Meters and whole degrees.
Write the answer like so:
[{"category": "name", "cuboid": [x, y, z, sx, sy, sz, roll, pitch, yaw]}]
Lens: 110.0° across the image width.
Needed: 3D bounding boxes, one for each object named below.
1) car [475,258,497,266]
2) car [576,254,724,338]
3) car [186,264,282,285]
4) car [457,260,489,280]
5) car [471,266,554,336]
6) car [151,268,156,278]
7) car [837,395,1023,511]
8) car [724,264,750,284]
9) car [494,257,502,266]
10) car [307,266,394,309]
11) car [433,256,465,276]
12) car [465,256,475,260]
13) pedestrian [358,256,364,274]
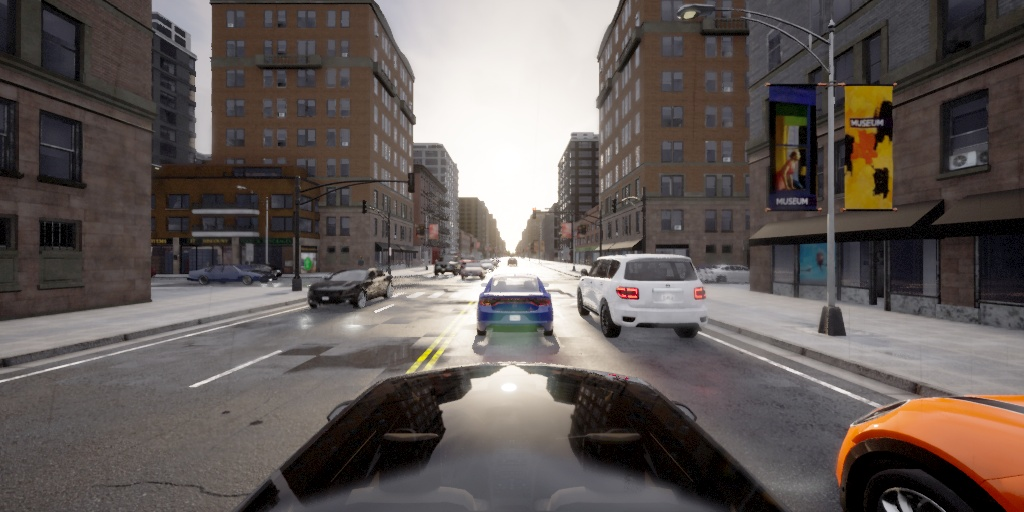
[{"category": "car", "cuboid": [-3.339, 1.273, 46.123, 1.812, 1.442, 4.674, 0, 0, 0]}, {"category": "car", "cuboid": [3.334, 0.972, 10.328, 2.150, 2.045, 5.566, 0, 0, 0]}, {"category": "car", "cuboid": [-19.642, 1.290, 25.257, 5.357, 1.411, 2.033, 0, 0, 0]}, {"category": "car", "cuboid": [-3.348, 1.285, 31.458, 1.812, 1.442, 4.674, 0, 0, 0]}, {"category": "car", "cuboid": [0.083, 1.228, 10.467, 1.882, 1.535, 5.008, 0, 0, 0]}, {"category": "car", "cuboid": [-33.140, 1.343, 30.815, 4.207, 1.307, 1.802, 0, 0, 0]}, {"category": "car", "cuboid": [3.344, 1.102, 0.618, 2.097, 1.767, 4.553, 0, 0, 0]}, {"category": "car", "cuboid": [15.716, 1.304, 25.457, 4.674, 1.442, 1.812, 0, 0, 1]}, {"category": "car", "cuboid": [-3.311, 1.236, 61.155, 2.128, 1.511, 4.902, 0, 0, 0]}, {"category": "car", "cuboid": [-6.598, 1.228, 15.188, 1.882, 1.535, 5.008, 0, 0, 0]}, {"category": "car", "cuboid": [-6.592, 0.971, 37.239, 2.150, 2.045, 5.566, 0, 0, 0]}, {"category": "car", "cuboid": [-6.581, 0.963, 52.601, 2.150, 2.045, 5.566, 0, 1, 0]}, {"category": "pedestrian", "cuboid": [-14.134, 0.919, 33.590, 0.375, 1.860, 0.375, 0, 0, 0]}]
